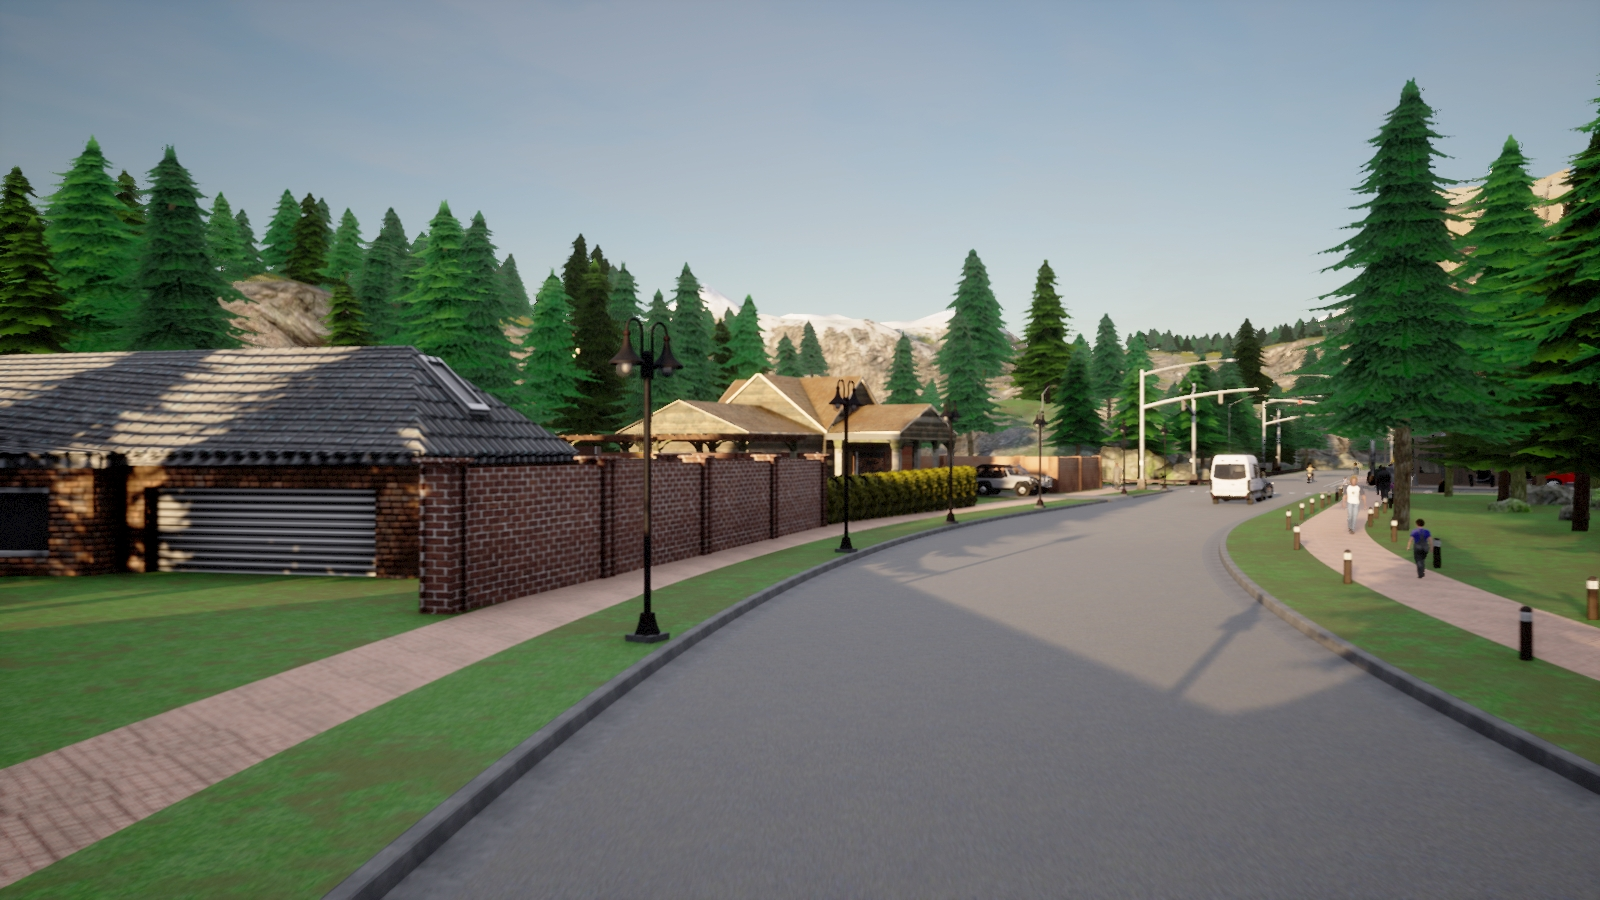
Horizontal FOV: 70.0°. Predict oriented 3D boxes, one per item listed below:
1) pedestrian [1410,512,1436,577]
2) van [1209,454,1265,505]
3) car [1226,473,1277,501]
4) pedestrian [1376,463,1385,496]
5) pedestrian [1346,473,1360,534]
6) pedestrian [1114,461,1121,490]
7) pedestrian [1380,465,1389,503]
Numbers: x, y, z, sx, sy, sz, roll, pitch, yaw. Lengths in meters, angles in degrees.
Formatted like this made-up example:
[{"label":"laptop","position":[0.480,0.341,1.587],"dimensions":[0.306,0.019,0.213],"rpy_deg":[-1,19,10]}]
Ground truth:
[{"label":"pedestrian","position":[12.828,1.944,23.538],"dimensions":[0.375,1.300,0.375],"rpy_deg":[0,0,12]},{"label":"van","position":[23.217,1.503,60.540],"dimensions":[1.988,2.561,5.915],"rpy_deg":[0,0,29]},{"label":"car","position":[25.906,2.079,65.419],"dimensions":[2.033,1.411,5.357],"rpy_deg":[0,0,29]},{"label":"pedestrian","position":[33.195,1.664,65.345],"dimensions":[0.375,1.860,0.375],"rpy_deg":[0,0,12]},{"label":"pedestrian","position":[17.276,1.665,35.687],"dimensions":[0.375,1.860,0.375],"rpy_deg":[0,0,22]},{"label":"pedestrian","position":[20.756,1.669,74.769],"dimensions":[0.375,1.860,0.375],"rpy_deg":[0,0,29]},{"label":"pedestrian","position":[28.969,1.665,56.628],"dimensions":[0.375,1.860,0.375],"rpy_deg":[0,0,30]}]
